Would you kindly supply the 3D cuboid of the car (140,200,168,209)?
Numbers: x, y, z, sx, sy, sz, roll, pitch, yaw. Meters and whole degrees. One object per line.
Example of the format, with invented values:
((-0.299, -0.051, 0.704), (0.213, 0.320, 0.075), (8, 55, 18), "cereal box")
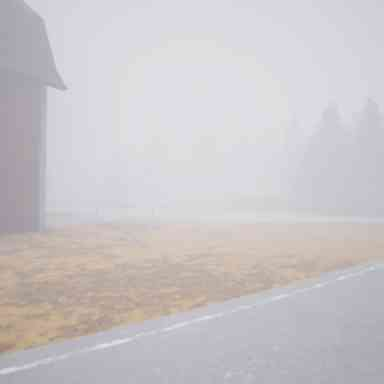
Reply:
((-5.768, 1.887, 50.407), (4.181, 1.385, 1.994), (0, -1, 33), "car")

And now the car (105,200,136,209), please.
((-10.576, 1.861, 49.312), (4.718, 1.301, 1.895), (0, -1, 33), "car")
